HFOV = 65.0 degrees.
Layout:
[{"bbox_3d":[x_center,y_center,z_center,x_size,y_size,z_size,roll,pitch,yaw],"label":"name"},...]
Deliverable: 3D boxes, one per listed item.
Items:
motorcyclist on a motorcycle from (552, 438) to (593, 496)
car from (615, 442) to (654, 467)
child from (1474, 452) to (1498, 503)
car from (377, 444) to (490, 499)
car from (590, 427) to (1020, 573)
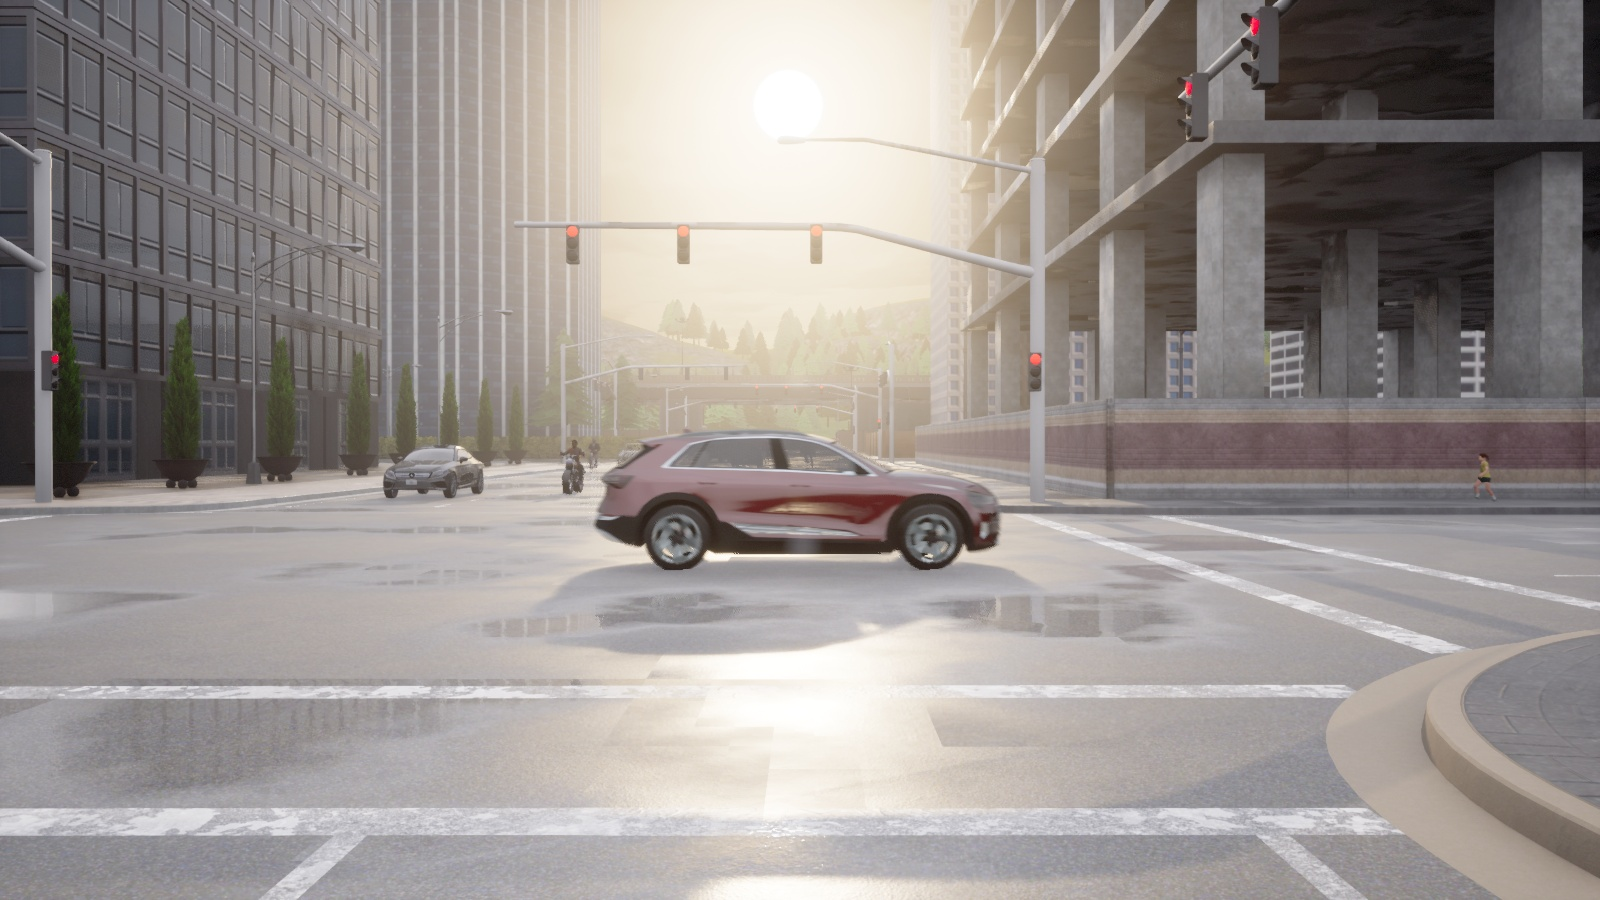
[{"bbox_3d":[-6.765,0.480,37.403,0.766,1.649,2.350,0,0,0],"label":"motorcyclist on a motorcycle"},{"bbox_3d":[-10.056,0.272,76.546,1.970,1.475,3.806,0,0,-2],"label":"car"},{"bbox_3d":[14.884,0.590,27.247,0.394,1.110,0.255,0,0,1],"label":"child"},{"bbox_3d":[-10.276,0.563,35.566,1.812,1.442,4.674,0,0,0],"label":"car"},{"bbox_3d":[0.050,0.559,15.229,4.856,1.649,2.033,0,0,-1],"label":"car"}]
